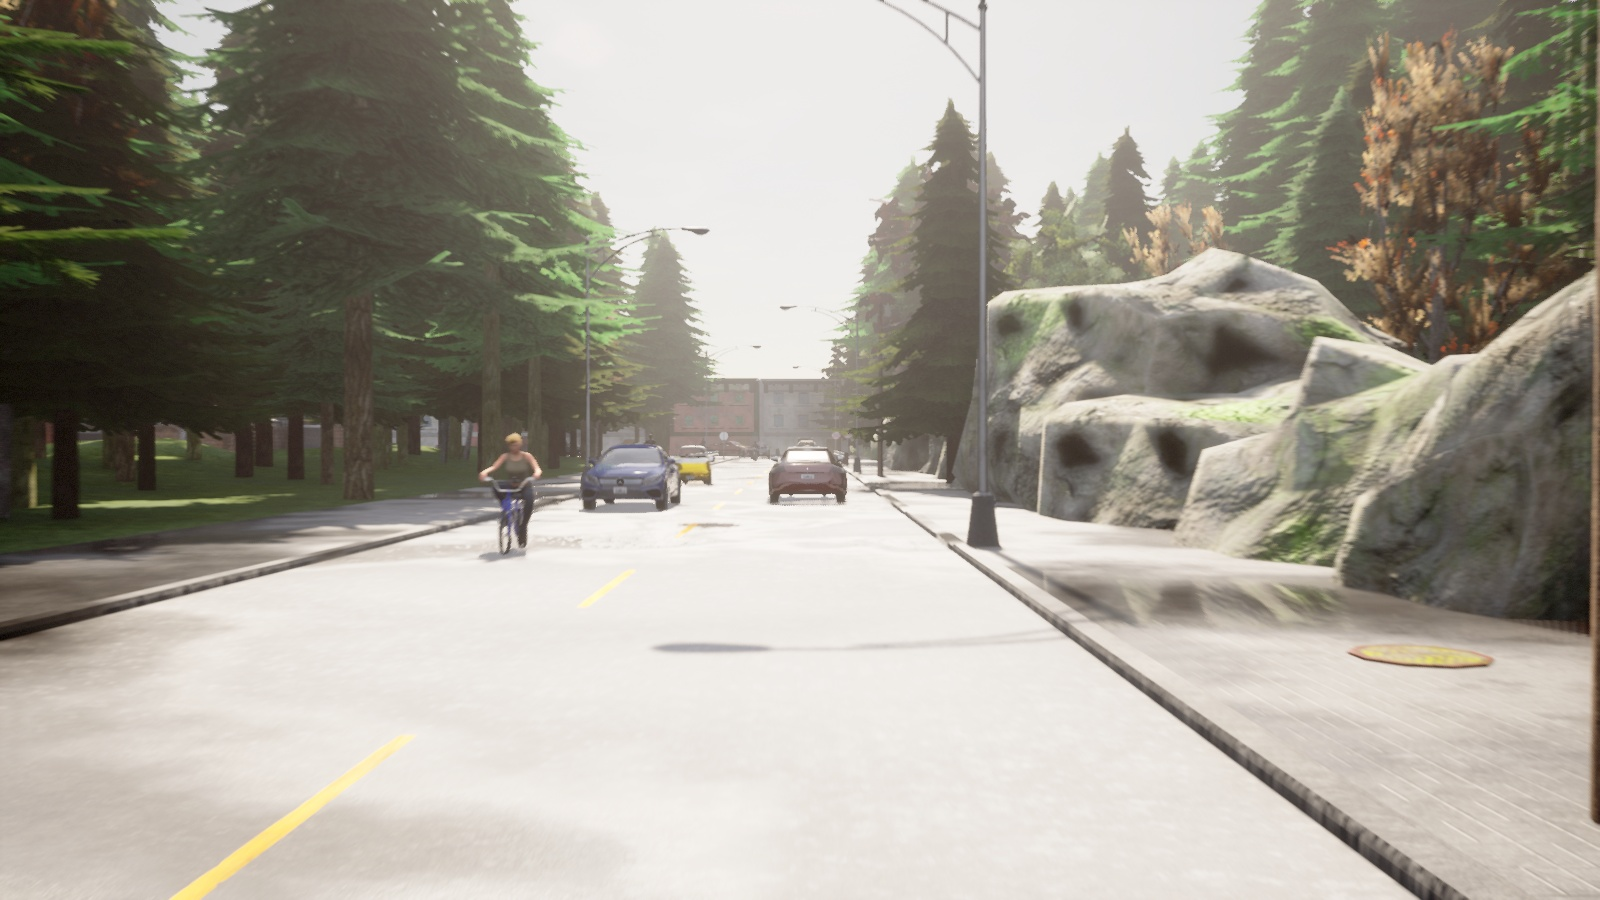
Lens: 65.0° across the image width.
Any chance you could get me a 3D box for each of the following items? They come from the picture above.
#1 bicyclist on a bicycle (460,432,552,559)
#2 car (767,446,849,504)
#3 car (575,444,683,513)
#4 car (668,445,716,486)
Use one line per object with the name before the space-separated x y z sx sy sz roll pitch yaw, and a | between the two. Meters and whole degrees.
bicyclist on a bicycle | -3.886 0.574 16.713 0.866 1.612 1.509 0 0 1
car | 0.199 0.604 32.463 1.994 1.385 4.181 0 0 0
car | -3.822 0.586 28.770 1.812 1.442 4.674 0 0 0
car | -3.737 0.523 43.620 1.481 1.376 2.207 0 1 0
